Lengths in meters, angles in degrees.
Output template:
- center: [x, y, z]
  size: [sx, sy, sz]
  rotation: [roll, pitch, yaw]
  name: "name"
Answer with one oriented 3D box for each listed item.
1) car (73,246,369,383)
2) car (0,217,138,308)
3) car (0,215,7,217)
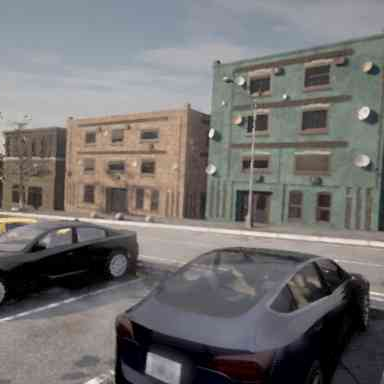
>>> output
- center: [1.117, 1.501, 4.636]
  size: [2.163, 1.488, 4.792]
  rotation: [0, 0, 35]
  name: "car"
- center: [-3.464, 1.449, 7.871]
  size: [2.097, 1.535, 5.008]
  rotation: [0, 0, 35]
  name: "car"
- center: [-5.855, 1.438, 9.340]
  size: [1.946, 1.575, 5.366]
  rotation: [0, 0, 35]
  name: "car"
